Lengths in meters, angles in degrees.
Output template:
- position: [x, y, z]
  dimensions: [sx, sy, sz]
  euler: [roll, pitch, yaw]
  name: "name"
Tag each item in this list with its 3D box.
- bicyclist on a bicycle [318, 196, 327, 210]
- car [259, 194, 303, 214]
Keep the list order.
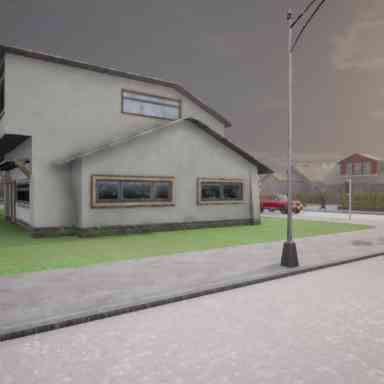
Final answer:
- position: [15.828, 1.349, 40.329]
  dimensions: [1.656, 1.620, 0.582]
  euler: [0, 0, -35]
  name: "bicyclist on a bicycle"
- position: [9.038, 1.222, 35.391]
  dimensions: [2.150, 2.045, 5.566]
  euler: [0, 0, -35]
  name: "car"
